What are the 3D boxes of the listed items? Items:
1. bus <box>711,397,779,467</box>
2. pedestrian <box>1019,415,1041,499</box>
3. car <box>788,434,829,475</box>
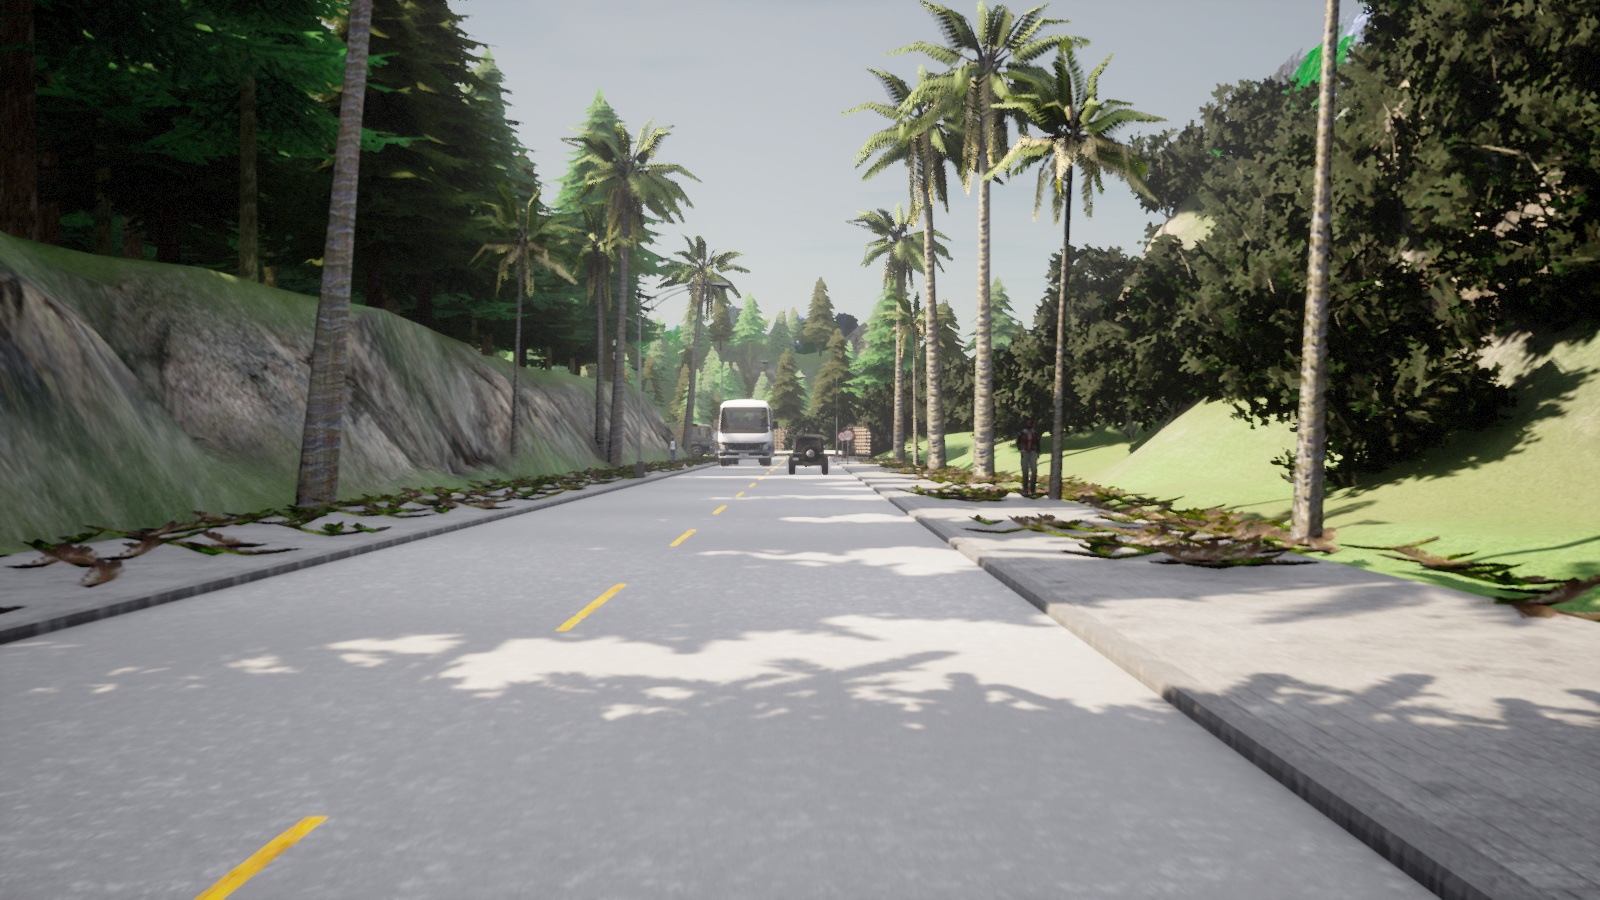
[{"bbox_3d":[-3.441,-1.093,81.640,3.944,4.253,10.273,0,0,0],"label":"bus"},{"bbox_3d":[5.294,0.158,28.917,0.402,1.930,0.666,0,0,1],"label":"pedestrian"},{"bbox_3d":[0.405,0.200,60.745,1.905,1.878,3.866,0,0,0],"label":"car"}]
